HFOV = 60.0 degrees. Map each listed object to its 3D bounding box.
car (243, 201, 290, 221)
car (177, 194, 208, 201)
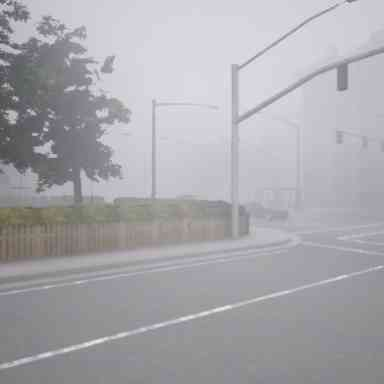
[{"bbox_3d":[5.977,1.554,28.398,1.882,1.535,5.008,0,0,-35],"label":"car"},{"bbox_3d":[0.288,1.299,36.622,2.150,2.045,5.566,0,0,-35],"label":"car"}]
